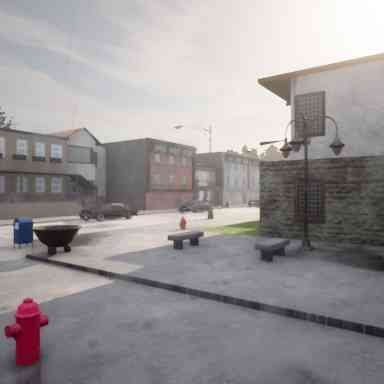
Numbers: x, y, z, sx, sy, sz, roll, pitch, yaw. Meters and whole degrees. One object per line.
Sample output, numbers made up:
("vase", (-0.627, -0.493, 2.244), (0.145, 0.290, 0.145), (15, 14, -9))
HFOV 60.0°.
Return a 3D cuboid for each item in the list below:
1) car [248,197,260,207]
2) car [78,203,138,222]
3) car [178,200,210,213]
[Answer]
("car", (9.987, 1.487, 49.645), (2.128, 1.511, 4.902), (0, 0, 36))
("car", (-6.594, 1.595, 26.497), (1.895, 1.301, 4.718), (0, 0, 35))
("car", (0.357, 1.558, 36.252), (1.994, 1.385, 4.181), (0, 0, 36))
